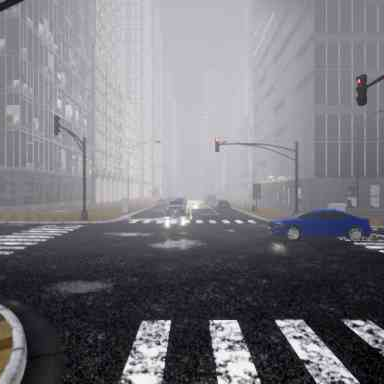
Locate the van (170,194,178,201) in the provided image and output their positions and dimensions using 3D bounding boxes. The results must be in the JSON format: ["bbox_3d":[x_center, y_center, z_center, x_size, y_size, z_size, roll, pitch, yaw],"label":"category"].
[{"bbox_3d":[-4.349,1.319,80.474,1.690,1.788,3.998,0,0,0],"label":"van"}]

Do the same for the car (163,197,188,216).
[{"bbox_3d":[-1.571,1.542,33.059,1.812,1.442,4.674,0,0,0],"label":"car"}]

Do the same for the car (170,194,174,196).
[{"bbox_3d":[-4.241,1.562,63.891,1.947,1.339,4.313,0,0,0],"label":"car"}]

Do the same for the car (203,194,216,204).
[{"bbox_3d":[3.639,1.311,63.942,2.192,1.841,5.009,0,0,0],"label":"car"}]

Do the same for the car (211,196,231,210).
[{"bbox_3d":[3.832,1.578,41.834,1.947,1.339,4.313,0,0,0],"label":"car"}]

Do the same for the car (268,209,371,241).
[{"bbox_3d":[6.441,1.604,16.988,5.008,1.535,1.882,2,0,-3],"label":"car"}]

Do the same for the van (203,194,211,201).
[{"bbox_3d":[3.531,1.319,80.525,1.690,1.788,3.998,0,0,0],"label":"van"}]

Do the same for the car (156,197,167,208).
[{"bbox_3d":[-4.133,1.591,47.308,1.802,1.307,4.206,0,0,0],"label":"car"}]

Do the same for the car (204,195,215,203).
[{"bbox_3d":[3.603,1.430,69.470,1.967,1.590,4.097,0,0,0],"label":"car"}]

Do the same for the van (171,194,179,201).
[{"bbox_3d":[-4.385,1.313,86.001,1.690,1.788,3.998,0,0,0],"label":"van"}]

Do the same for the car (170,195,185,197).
[{"bbox_3d":[-1.636,1.537,43.317,1.812,1.442,4.674,0,0,0],"label":"car"}]
